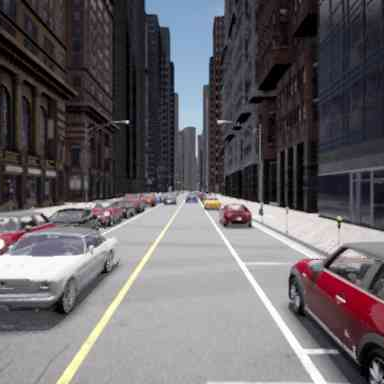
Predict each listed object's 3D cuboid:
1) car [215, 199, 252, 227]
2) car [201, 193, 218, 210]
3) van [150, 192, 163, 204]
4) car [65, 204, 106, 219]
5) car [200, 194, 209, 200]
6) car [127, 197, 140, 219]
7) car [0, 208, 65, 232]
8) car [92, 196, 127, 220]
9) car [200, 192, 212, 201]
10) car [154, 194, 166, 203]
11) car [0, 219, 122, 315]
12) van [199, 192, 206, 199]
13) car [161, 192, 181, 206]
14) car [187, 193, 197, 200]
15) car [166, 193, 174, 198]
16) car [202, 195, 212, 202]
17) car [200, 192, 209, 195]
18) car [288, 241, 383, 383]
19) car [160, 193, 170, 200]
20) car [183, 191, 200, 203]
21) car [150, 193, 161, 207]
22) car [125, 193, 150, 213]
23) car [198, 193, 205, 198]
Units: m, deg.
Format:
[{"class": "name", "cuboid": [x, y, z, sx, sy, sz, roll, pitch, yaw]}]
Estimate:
[{"class": "car", "cuboid": [2.745, 1.398, 21.508, 1.887, 1.381, 4.507, 0, 0, 0]}, {"class": "car", "cuboid": [2.314, 1.198, 38.353, 1.801, 1.575, 5.366, 0, 0, 0]}, {"class": "van", "cuboid": [-5.811, 0.973, 55.096, 1.690, 1.788, 3.998, 0, 0, 0]}, {"class": "car", "cuboid": [-5.775, 1.457, 15.887, 1.947, 1.339, 4.313, 0, 0, 0]}, {"class": "car", "cuboid": [2.697, 1.110, 71.926, 1.802, 1.307, 4.206, 0, 0, 0]}, {"class": "car", "cuboid": [-5.786, 1.381, 27.090, 1.947, 1.339, 4.313, 0, 0, 0]}, {"class": "car", "cuboid": [-5.770, 1.369, 10.285, 1.967, 1.590, 4.097, 0, 0, 0]}, {"class": "car", "cuboid": [-5.780, 1.293, 21.488, 1.967, 1.590, 4.097, 0, 0, 0]}, {"class": "car", "cuboid": [2.703, 0.877, 66.322, 2.192, 1.841, 5.009, 0, 0, 0]}, {"class": "car", "cuboid": [-5.817, 1.123, 60.529, 1.752, 1.417, 4.829, 0, 0, 0]}, {"class": "car", "cuboid": [-3.108, 1.548, 7.563, 1.895, 1.301, 4.718, 0, 0, 0]}, {"class": "van", "cuboid": [2.687, 0.801, 83.128, 1.690, 1.788, 3.998, 0, 0, 0]}, {"class": "car", "cuboid": [-3.129, 1.166, 48.199, 2.128, 1.511, 4.902, 0, 1, 0]}, {"class": "car", "cuboid": [-0.069, 0.966, 73.545, 2.128, 1.511, 4.902, 0, 0, 0]}, {"class": "car", "cuboid": [-5.843, 1.008, 88.708, 1.802, 1.307, 4.206, 0, 0, 0]}, {"class": "car", "cuboid": [2.708, 1.179, 60.722, 1.802, 1.307, 4.206, 0, 0, 0]}, {"class": "car", "cuboid": [2.714, 1.072, 55.119, 1.967, 1.590, 4.097, 0, 0, 0]}, {"class": "car", "cuboid": [2.761, 1.407, 4.701, 1.967, 1.590, 4.097, 0, 0, 0]}, {"class": "car", "cuboid": [-5.827, 0.968, 71.903, 1.967, 1.590, 4.097, 0, 0, 0]}, {"class": "car", "cuboid": [-0.053, 0.973, 56.895, 2.097, 1.767, 4.553, 0, 0, 0]}, {"class": "car", "cuboid": [-5.800, 1.018, 43.894, 2.192, 1.841, 5.009, 0, 0, 0]}, {"class": "car", "cuboid": [-5.790, 1.092, 32.690, 2.192, 1.841, 5.009, 0, 0, 0]}, {"class": "car", "cuboid": [2.676, 0.975, 94.334, 1.802, 1.307, 4.206, 0, 0, 0]}]
